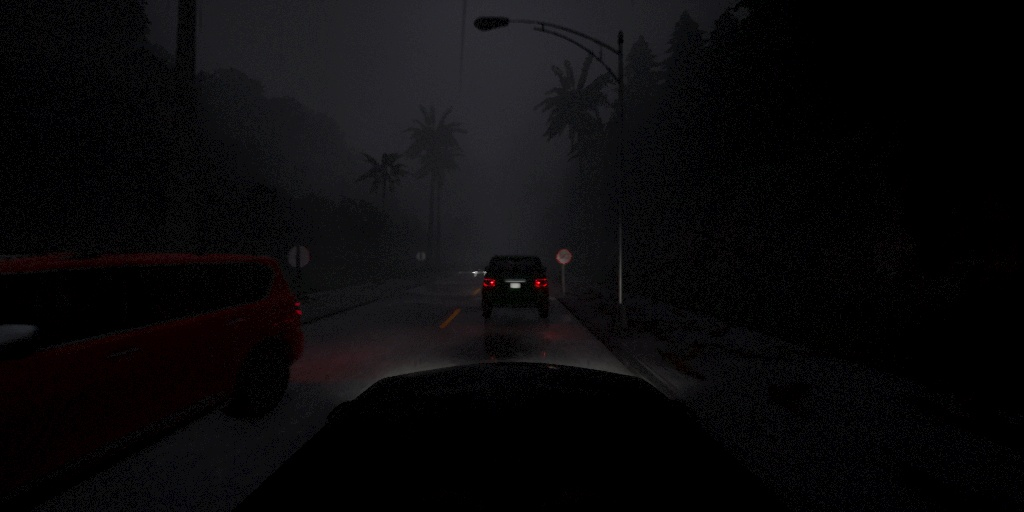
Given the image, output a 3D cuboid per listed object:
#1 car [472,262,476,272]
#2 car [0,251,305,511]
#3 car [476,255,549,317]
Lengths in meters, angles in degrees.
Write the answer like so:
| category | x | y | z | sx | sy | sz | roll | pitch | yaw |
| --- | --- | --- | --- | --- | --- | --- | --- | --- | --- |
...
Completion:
| category | x | y | z | sx | sy | sz | roll | pitch | yaw |
| --- | --- | --- | --- | --- | --- | --- | --- | --- | --- |
| car | -4.033 | 1.294 | 47.023 | 2.033 | 1.411 | 5.357 | 0 | 0 | 0 |
| car | -4.100 | 0.969 | 2.946 | 2.150 | 2.045 | 5.566 | 0 | 0 | 0 |
| car | 0.119 | 0.971 | 13.301 | 2.150 | 2.045 | 5.566 | 0 | 0 | 1 |
